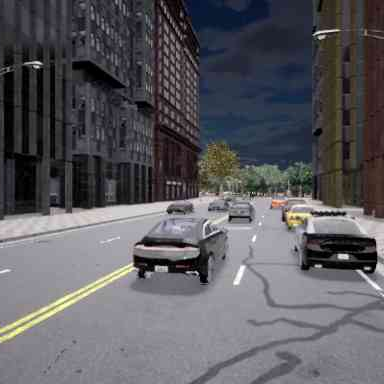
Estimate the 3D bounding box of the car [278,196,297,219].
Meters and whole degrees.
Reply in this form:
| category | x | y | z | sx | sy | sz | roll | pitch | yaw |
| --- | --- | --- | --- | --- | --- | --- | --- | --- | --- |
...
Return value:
| category | x | y | z | sx | sy | sz | roll | pitch | yaw |
| --- | --- | --- | --- | --- | --- | --- | --- | --- | --- |
| car | 8.164 | 1.350 | 26.305 | 2.097 | 1.767 | 4.553 | 0 | 0 | 14 |

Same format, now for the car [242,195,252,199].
| category | x | y | z | sx | sy | sz | roll | pitch | yaw |
| --- | --- | --- | --- | --- | --- | --- | --- | --- | --- |
| car | 12.868 | 1.461 | 77.388 | 1.994 | 1.385 | 4.181 | 0 | 0 | 14 |

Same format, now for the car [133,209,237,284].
| category | x | y | z | sx | sy | sz | roll | pitch | yaw |
| --- | --- | --- | --- | --- | --- | --- | --- | --- | --- |
| car | -0.103 | 1.490 | 9.727 | 2.128 | 1.511 | 4.902 | 0 | 0 | 14 |

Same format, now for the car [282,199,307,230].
| category | x | y | z | sx | sy | sz | roll | pitch | yaw |
| --- | --- | --- | --- | --- | --- | --- | --- | --- | --- |
| car | 6.801 | 1.455 | 20.688 | 1.801 | 1.575 | 5.366 | 0 | 0 | 14 |

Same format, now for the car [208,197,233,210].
| category | x | y | z | sx | sy | sz | roll | pitch | yaw |
| --- | --- | --- | --- | --- | --- | --- | --- | --- | --- |
| car | 3.017 | 1.561 | 37.213 | 1.994 | 1.385 | 4.181 | 0 | 0 | 14 |

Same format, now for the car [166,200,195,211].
| category | x | y | z | sx | sy | sz | roll | pitch | yaw |
| --- | --- | --- | --- | --- | --- | --- | --- | --- | --- |
| car | -1.075 | 1.545 | 34.138 | 2.033 | 1.411 | 5.357 | 0 | 0 | 14 |

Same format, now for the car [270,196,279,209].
| category | x | y | z | sx | sy | sz | roll | pitch | yaw |
| --- | --- | --- | --- | --- | --- | --- | --- | --- | --- |
| car | 11.701 | 1.348 | 44.983 | 2.097 | 1.767 | 4.553 | 0 | 0 | 14 |

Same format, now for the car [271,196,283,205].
| category | x | y | z | sx | sy | sz | roll | pitch | yaw |
| --- | --- | --- | --- | --- | --- | --- | --- | --- | --- |
| car | 15.326 | 1.541 | 59.948 | 2.033 | 1.411 | 5.357 | 0 | 0 | 14 |

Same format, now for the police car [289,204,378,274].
| category | x | y | z | sx | sy | sz | roll | pitch | yaw |
| --- | --- | --- | --- | --- | --- | --- | --- | --- | --- |
| police car | 4.424 | 1.425 | 10.892 | 1.930 | 1.638 | 5.238 | 0 | 0 | 14 |

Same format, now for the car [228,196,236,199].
| category | x | y | z | sx | sy | sz | roll | pitch | yaw |
| --- | --- | --- | --- | --- | --- | --- | --- | --- | --- |
| car | 8.729 | 1.529 | 74.108 | 2.033 | 1.411 | 5.357 | 0 | 0 | 14 |

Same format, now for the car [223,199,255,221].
| category | x | y | z | sx | sy | sz | roll | pitch | yaw |
| --- | --- | --- | --- | --- | --- | --- | --- | --- | --- |
| car | 4.065 | 1.546 | 26.908 | 2.033 | 1.411 | 5.357 | 0 | 0 | 14 |
